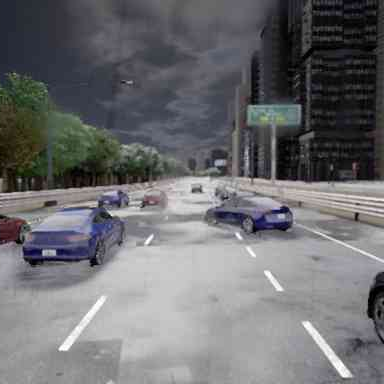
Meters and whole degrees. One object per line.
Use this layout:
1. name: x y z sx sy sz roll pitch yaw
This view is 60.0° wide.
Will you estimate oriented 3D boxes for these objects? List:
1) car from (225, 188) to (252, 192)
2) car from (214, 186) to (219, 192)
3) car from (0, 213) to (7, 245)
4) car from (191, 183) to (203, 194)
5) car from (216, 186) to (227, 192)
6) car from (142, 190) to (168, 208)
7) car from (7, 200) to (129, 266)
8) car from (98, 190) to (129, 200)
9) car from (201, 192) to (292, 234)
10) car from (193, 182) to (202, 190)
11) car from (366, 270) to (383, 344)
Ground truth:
1. car: 3.787 0.638 24.863 1.837 1.490 4.892 0 2 1
2. car: 4.147 -0.125 46.789 2.033 1.411 5.357 0 2 1
3. car: -6.797 1.171 10.117 1.812 1.442 4.674 0 2 1
4. car: 0.834 -0.511 56.074 1.812 1.442 4.674 0 2 1
5. car: 3.955 0.337 35.859 1.895 1.301 4.718 0 2 1
6. car: -3.065 0.544 27.959 1.812 1.442 4.674 0 2 1
7. car: -3.297 1.176 10.038 1.812 1.442 4.674 0 2 1
8. car: -6.565 0.538 28.052 1.812 1.442 4.674 0 2 1
9. car: 2.531 0.965 15.592 2.163 1.488 4.792 -1 2 -28
10. car: 1.302 -1.414 76.500 1.882 1.535 5.008 0 2 1
11. car: 3.527 1.329 2.932 2.033 1.649 4.856 0 2 1
